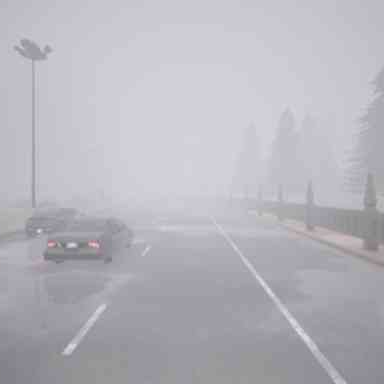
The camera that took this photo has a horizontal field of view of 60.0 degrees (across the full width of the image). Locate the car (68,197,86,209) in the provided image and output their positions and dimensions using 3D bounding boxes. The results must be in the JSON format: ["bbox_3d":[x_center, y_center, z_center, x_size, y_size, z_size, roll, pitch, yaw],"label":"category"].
[{"bbox_3d":[-16.502,1.524,47.992,1.837,1.490,4.892,0,0,-12],"label":"car"}]

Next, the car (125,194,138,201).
[{"bbox_3d":[-15.045,1.382,82.686,1.837,1.490,4.892,0,0,-32],"label":"car"}]

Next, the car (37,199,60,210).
[{"bbox_3d":[-19.521,1.620,45.394,1.895,1.301,4.718,0,0,-11],"label":"car"}]

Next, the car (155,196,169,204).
[{"bbox_3d":[-6.083,1.506,66.662,1.882,1.535,5.008,0,0,-21],"label":"car"}]

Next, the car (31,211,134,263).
[{"bbox_3d":[-3.400,1.552,11.926,2.033,1.411,5.357,0,0,0],"label":"car"}]

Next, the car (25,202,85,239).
[{"bbox_3d":[-6.900,1.512,17.466,1.837,1.490,4.892,0,0,0],"label":"car"}]
